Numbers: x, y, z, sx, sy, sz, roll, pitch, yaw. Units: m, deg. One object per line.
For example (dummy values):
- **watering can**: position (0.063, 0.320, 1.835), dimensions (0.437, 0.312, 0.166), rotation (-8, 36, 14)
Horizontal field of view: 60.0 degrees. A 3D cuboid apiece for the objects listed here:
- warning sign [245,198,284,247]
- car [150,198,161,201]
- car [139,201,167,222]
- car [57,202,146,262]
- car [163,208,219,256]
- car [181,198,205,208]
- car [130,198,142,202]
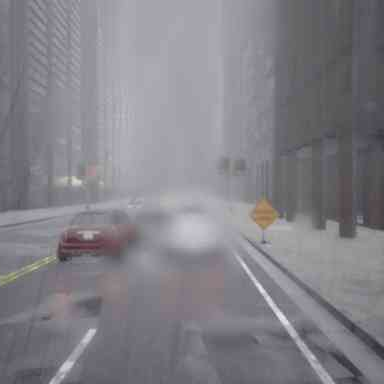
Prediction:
- **warning sign**: position (2.864, 1.177, 13.289), dimensions (1.300, 1.860, 1.060), rotation (1, 1, 0)
- **car**: position (-6.525, 1.806, 58.699), dimensions (2.033, 1.411, 5.357), rotation (0, 0, 1)
- **car**: position (-3.198, 1.693, 27.775), dimensions (1.994, 1.385, 4.181), rotation (0, 0, 0)
- **car**: position (-3.204, 1.409, 12.440), dimensions (2.097, 1.767, 4.553), rotation (0, 0, 0)
- **car**: position (0.053, 1.587, 13.257), dimensions (1.812, 1.442, 4.674), rotation (0, 0, 1)
- **car**: position (0.058, 1.609, 28.762), dimensions (1.882, 1.535, 5.008), rotation (0, 0, 0)
- **car**: position (-9.782, 1.785, 58.723), dimensions (1.812, 1.442, 4.674), rotation (0, 0, 1)
